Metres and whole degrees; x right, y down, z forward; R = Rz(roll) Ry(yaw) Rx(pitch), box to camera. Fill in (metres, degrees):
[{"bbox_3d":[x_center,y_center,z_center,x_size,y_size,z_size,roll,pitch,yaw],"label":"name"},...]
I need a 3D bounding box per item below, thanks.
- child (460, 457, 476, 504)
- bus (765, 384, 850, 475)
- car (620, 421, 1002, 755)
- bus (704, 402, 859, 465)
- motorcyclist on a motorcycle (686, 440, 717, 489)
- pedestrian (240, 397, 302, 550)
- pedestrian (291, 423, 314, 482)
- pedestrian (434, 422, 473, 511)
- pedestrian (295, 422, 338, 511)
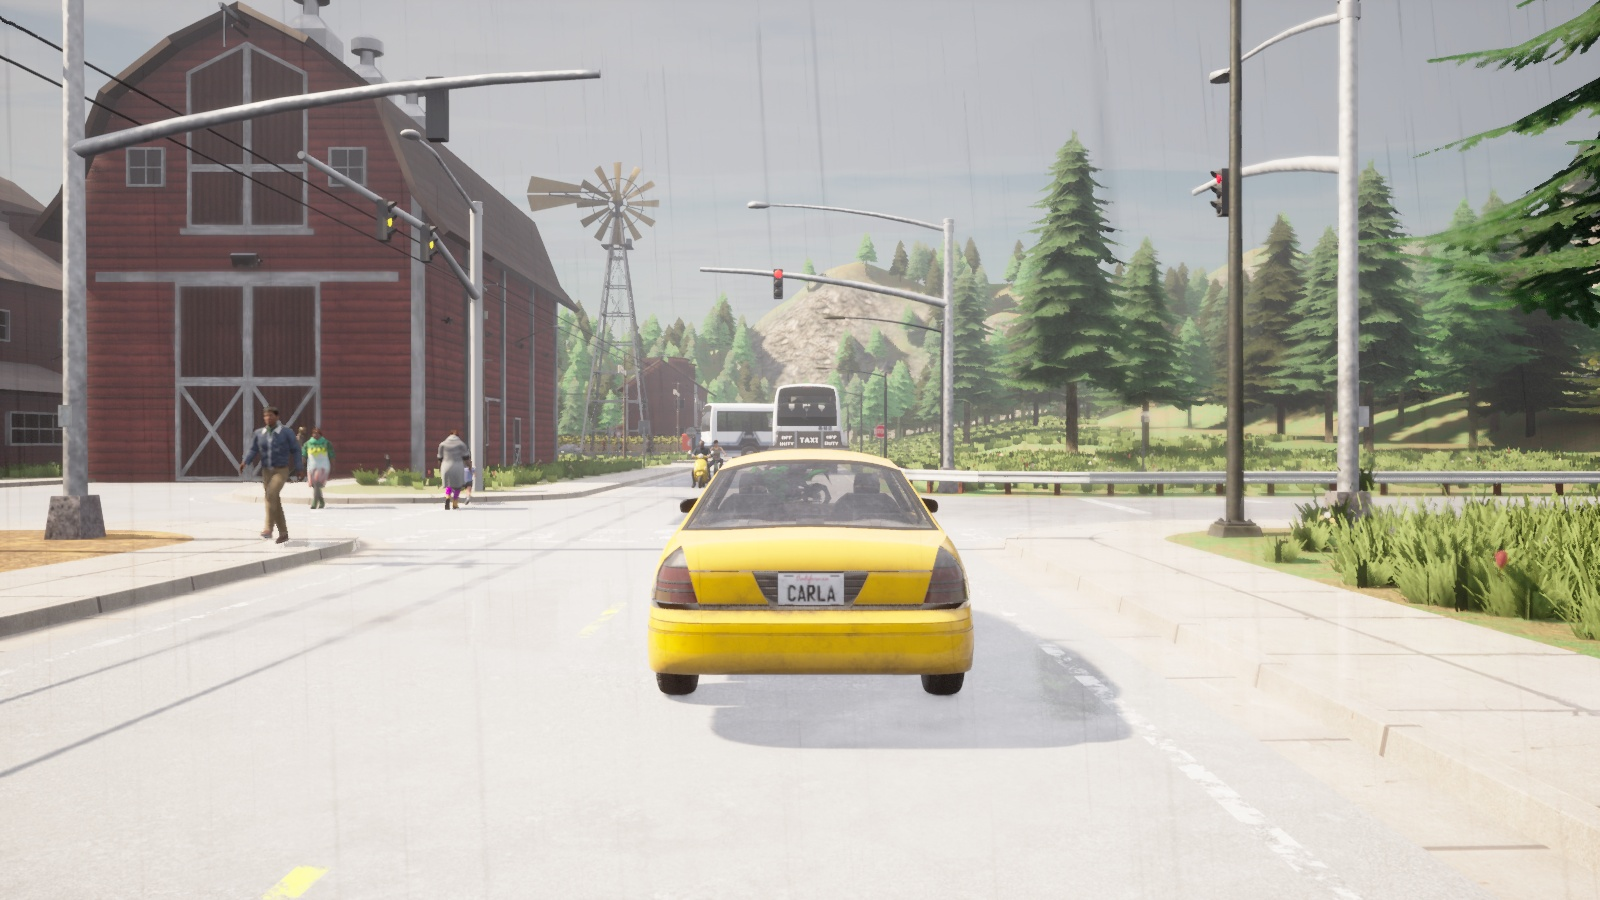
[{"bbox_3d":[-7.942,0.722,30.044,0.255,1.110,0.394,0,0,1],"label":"child"},{"bbox_3d":[0.361,-0.989,63.582,3.944,4.253,10.273,0,0,0],"label":"bus"},{"bbox_3d":[0.063,0.637,8.603,1.801,1.575,5.366,0,0,0],"label":"car"},{"bbox_3d":[-1.363,-1.129,88.829,10.273,4.253,3.944,0,0,-17],"label":"bus"},{"bbox_3d":[-3.259,0.462,41.690,0.866,1.590,1.817,0,0,0],"label":"motorcyclist on a motorcycle"},{"bbox_3d":[-6.884,0.294,16.374,0.423,1.949,0.788,0,0,5],"label":"pedestrian"},{"bbox_3d":[-15.564,0.078,39.301,0.634,1.846,0.331,0,0,-13],"label":"pedestrian"},{"bbox_3d":[-7.685,0.358,27.872,0.659,1.952,0.873,0,0,-4],"label":"pedestrian"},{"bbox_3d":[-10.688,0.356,27.783,0.659,1.952,0.873,0,0,-4],"label":"pedestrian"}]
